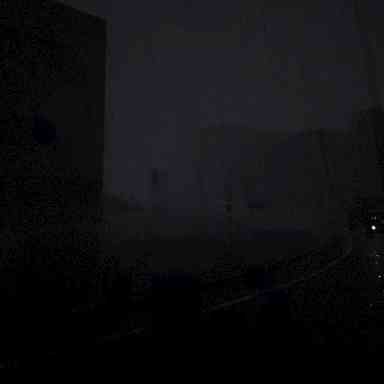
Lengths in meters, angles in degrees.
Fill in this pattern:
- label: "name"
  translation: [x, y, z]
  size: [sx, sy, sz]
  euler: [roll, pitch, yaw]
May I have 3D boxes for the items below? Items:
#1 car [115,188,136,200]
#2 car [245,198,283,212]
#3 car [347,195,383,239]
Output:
- label: "car"
  translation: [-12.462, 0.324, 62.272]
  size: [2.150, 2.045, 5.566]
  euler: [2, 2, -35]
- label: "car"
  translation: [8.389, 1.440, 39.066]
  size: [1.882, 1.535, 5.008]
  euler: [2, -1, -33]
- label: "car"
  translation: [9.769, 1.213, 17.447]
  size: [2.150, 2.045, 5.566]
  euler: [1, 0, 13]
